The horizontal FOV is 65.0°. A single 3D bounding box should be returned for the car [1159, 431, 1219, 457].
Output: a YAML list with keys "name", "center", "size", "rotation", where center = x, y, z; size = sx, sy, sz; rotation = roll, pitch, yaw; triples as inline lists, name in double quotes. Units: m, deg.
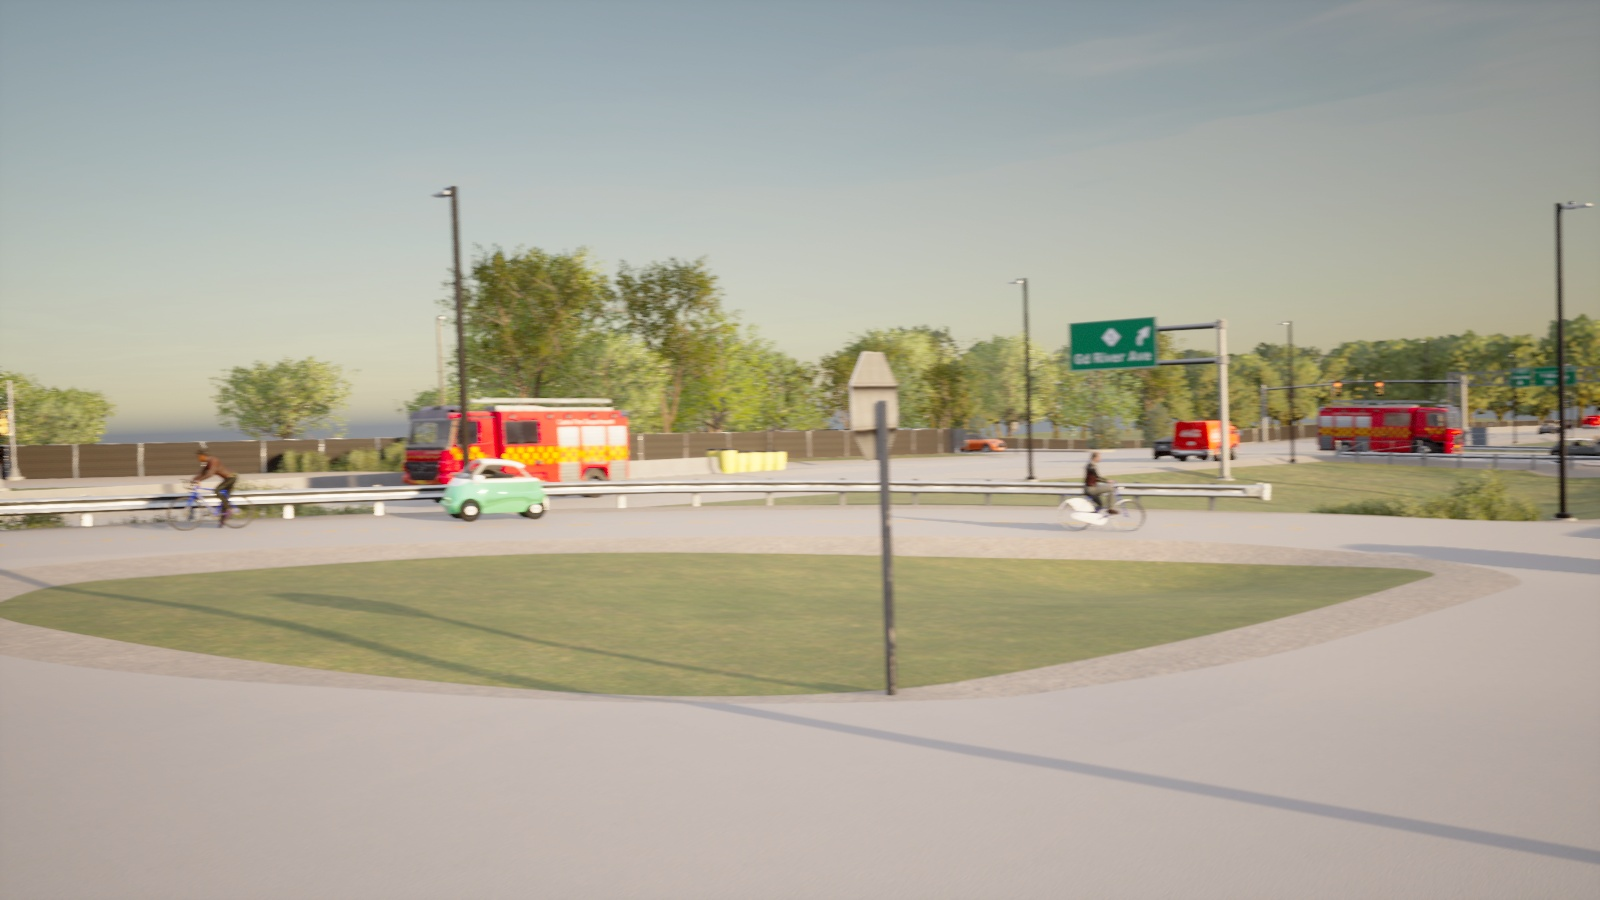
- name: "car"
  center: [25.306, -0.387, 81.538]
  size: [2.007, 1.525, 4.514]
  rotation: [-1, 1, 42]

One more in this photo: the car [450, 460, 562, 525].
- name: "car"
  center: [-6.725, 0.946, 28.697]
  size: [2.207, 1.376, 1.481]
  rotation: [0, 1, -27]

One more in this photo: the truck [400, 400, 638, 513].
- name: "truck"
  center: [-10.318, 0.111, 47.002]
  size: [2.891, 3.827, 8.468]
  rotation: [-1, 1, 42]

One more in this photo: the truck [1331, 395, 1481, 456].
- name: "truck"
  center: [40.045, -1.692, 83.232]
  size: [8.468, 3.827, 2.891]
  rotation: [2, 3, 42]

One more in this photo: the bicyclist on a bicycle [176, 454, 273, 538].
- name: "bicyclist on a bicycle"
  center: [-11.575, 0.895, 25.288]
  size: [1.656, 1.620, 0.582]
  rotation: [-1, 1, -40]

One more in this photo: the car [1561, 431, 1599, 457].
- name: "car"
  center: [48.322, -0.371, 75.706]
  size: [1.970, 1.475, 3.806]
  rotation: [-2, 1, -44]

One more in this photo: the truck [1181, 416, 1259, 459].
- name: "truck"
  center: [25.733, -0.756, 76.775]
  size: [2.627, 2.467, 5.204]
  rotation: [-1, 1, 42]

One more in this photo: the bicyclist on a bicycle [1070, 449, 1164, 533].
- name: "bicyclist on a bicycle"
  center: [6.871, 0.875, 27.283]
  size: [1.843, 1.776, 0.659]
  rotation: [0, 2, 1]
